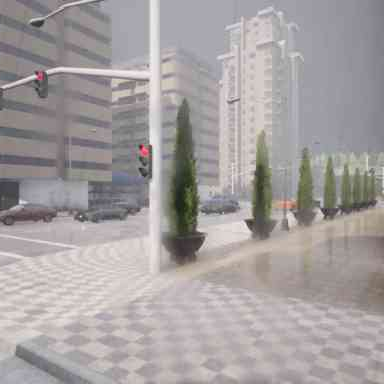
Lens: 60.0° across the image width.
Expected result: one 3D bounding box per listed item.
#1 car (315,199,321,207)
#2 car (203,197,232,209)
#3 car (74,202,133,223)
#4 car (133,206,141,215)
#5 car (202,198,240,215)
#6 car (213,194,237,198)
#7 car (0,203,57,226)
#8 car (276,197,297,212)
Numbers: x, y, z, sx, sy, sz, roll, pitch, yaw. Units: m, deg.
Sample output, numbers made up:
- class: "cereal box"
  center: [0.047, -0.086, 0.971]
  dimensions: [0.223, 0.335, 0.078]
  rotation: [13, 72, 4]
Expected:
- class: "car"
  center: [17.529, 1.533, 49.049]
  dimensions: [1.882, 1.535, 5.008]
  rotation: [0, 0, 35]
- class: "car"
  center: [3.720, 1.560, 47.781]
  dimensions: [1.837, 1.490, 4.892]
  rotation: [0, 0, 35]
- class: "car"
  center: [-7.047, 1.619, 26.072]
  dimensions: [1.994, 1.385, 4.181]
  rotation: [0, 0, 35]
- class: "car"
  center: [-7.167, 1.656, 32.060]
  dimensions: [1.895, 1.301, 4.718]
  rotation: [0, 0, 35]
- class: "car"
  center: [3.026, 1.603, 34.160]
  dimensions: [2.033, 1.411, 5.357]
  rotation: [0, 0, 35]
- class: "car"
  center: [3.806, 1.277, 41.774]
  dimensions: [2.150, 2.045, 5.566]
  rotation: [0, 0, 35]
- class: "car"
  center: [-12.318, 1.581, 24.559]
  dimensions: [1.812, 1.442, 4.674]
  rotation: [0, 0, 35]
- class: "car"
  center: [11.912, 1.407, 40.873]
  dimensions: [2.097, 1.767, 4.553]
  rotation: [0, 0, 35]
